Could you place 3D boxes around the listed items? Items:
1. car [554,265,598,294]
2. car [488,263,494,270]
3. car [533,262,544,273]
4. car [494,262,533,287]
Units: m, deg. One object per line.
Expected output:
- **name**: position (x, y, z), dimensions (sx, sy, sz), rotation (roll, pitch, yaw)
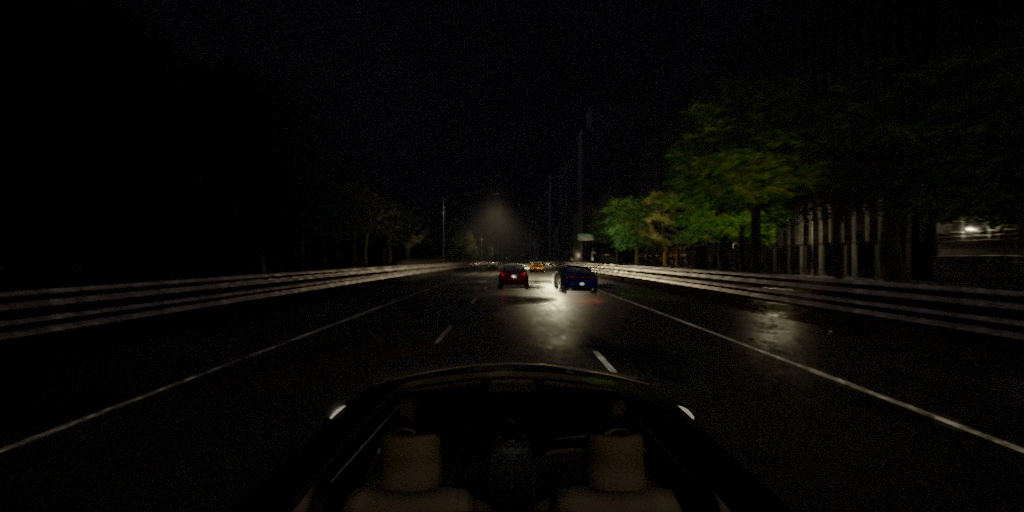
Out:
- **car**: position (3.609, 1.296, 20.931), dimensions (1.882, 1.535, 5.008), rotation (0, 0, 0)
- **car**: position (-3.371, 1.916, 65.073), dimensions (1.895, 1.301, 4.718), rotation (0, -1, 0)
- **car**: position (3.624, 1.656, 53.662), dimensions (1.882, 1.535, 5.008), rotation (0, -1, 0)
- **car**: position (0.110, 1.355, 24.985), dimensions (2.163, 1.488, 4.792), rotation (0, 0, 0)
